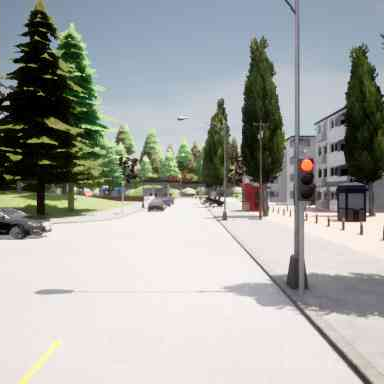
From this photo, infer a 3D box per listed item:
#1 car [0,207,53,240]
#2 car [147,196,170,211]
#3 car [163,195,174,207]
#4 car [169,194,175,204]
[{"bbox_3d":[-9.434,1.491,16.401,4.902,1.511,2.128,0,0,5],"label":"car"},{"bbox_3d":[-4.171,1.547,40.123,2.033,1.411,5.357,0,0,0],"label":"car"},{"bbox_3d":[-4.174,1.564,50.061,1.994,1.385,4.181,0,0,0],"label":"car"},{"bbox_3d":[-4.146,1.504,60.053,1.837,1.490,4.892,0,0,0],"label":"car"}]
